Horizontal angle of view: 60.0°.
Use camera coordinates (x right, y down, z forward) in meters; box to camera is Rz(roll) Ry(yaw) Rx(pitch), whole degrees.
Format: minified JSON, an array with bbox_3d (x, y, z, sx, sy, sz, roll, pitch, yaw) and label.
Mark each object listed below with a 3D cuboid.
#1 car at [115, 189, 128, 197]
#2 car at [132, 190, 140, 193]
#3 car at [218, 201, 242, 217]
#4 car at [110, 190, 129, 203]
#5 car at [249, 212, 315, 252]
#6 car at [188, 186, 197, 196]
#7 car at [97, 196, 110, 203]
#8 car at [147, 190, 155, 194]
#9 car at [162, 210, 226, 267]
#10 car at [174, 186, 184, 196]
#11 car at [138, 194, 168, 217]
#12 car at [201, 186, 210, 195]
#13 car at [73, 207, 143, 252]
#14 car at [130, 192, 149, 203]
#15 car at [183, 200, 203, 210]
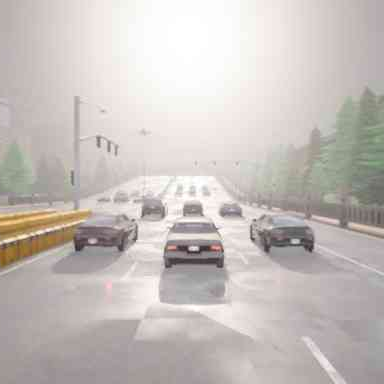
[{"bbox_3d":[-17.424,0.176,82.392,1.882,1.535,5.008,0,6,0],"label":"car"},{"bbox_3d":[-13.925,0.257,82.250,2.033,1.411,5.357,0,6,0],"label":"car"},{"bbox_3d":[3.586,1.579,31.894,1.994,1.385,4.181,0,0,0],"label":"car"},{"bbox_3d":[-14.005,1.087,65.947,2.150,2.045,5.566,0,2,0],"label":"car"},{"bbox_3d":[3.576,1.533,13.766,1.812,1.442,4.674,0,0,0],"label":"car"},{"bbox_3d":[0.086,-0.008,84.180,1.837,1.490,4.892,0,7,0],"label":"car"},{"bbox_3d":[-17.501,1.452,66.210,1.895,1.301,4.718,0,2,0],"label":"car"},{"bbox_3d":[-10.425,0.315,82.208,1.895,1.301,4.718,0,6,0],"label":"car"},{"bbox_3d":[0.065,1.553,11.361,2.033,1.411,5.357,0,0,0],"label":"car"},{"bbox_3d":[-3.414,0.083,84.240,1.895,1.301,4.718,0,7,0],"label":"car"},{"bbox_3d":[-3.417,1.366,31.157,2.097,1.767,4.553,0,0,0],"label":"car"},{"bbox_3d":[3.588,0.003,84.581,1.994,1.385,4.181,0,7,0],"label":"car"},{"bbox_3d":[-3.424,1.532,13.811,1.812,1.442,4.674,0,0,0],"label":"car"},{"bbox_3d":[-10.505,1.409,66.022,2.033,1.411,5.357,0,2,0],"label":"car"},{"bbox_3d":[0.088,1.493,33.003,1.882,1.535,5.008,0,0,0],"label":"car"}]
